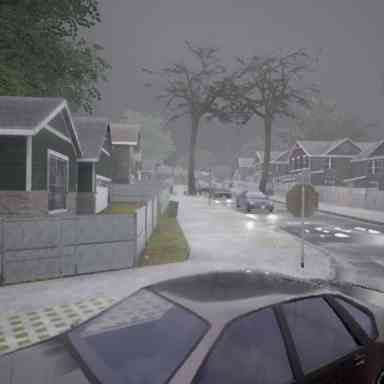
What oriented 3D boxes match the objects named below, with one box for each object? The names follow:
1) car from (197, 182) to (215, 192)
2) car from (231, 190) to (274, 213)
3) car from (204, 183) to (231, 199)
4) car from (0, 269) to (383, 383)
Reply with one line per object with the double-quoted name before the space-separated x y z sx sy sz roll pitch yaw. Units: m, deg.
"car" 1.834 -0.666 50.117 1.882 1.535 5.008 1 3 -5
"car" 4.462 0.625 24.260 1.812 1.442 4.674 1 3 -6
"car" 3.104 0.008 37.487 2.033 1.411 5.357 1 3 -6
"car" 0.232 1.555 3.074 5.357 1.411 2.033 0 0 -35
